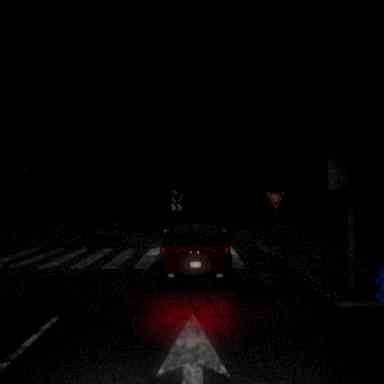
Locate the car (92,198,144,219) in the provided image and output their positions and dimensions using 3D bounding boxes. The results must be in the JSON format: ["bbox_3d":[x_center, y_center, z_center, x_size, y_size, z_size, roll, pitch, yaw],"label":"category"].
[{"bbox_3d":[-7.536,1.671,34.702,5.566,2.045,2.150,2,-2,-12],"label":"car"}]

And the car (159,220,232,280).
[{"bbox_3d":[0.101,1.598,10.349,1.882,1.535,5.008,0,-1,0],"label":"car"}]
